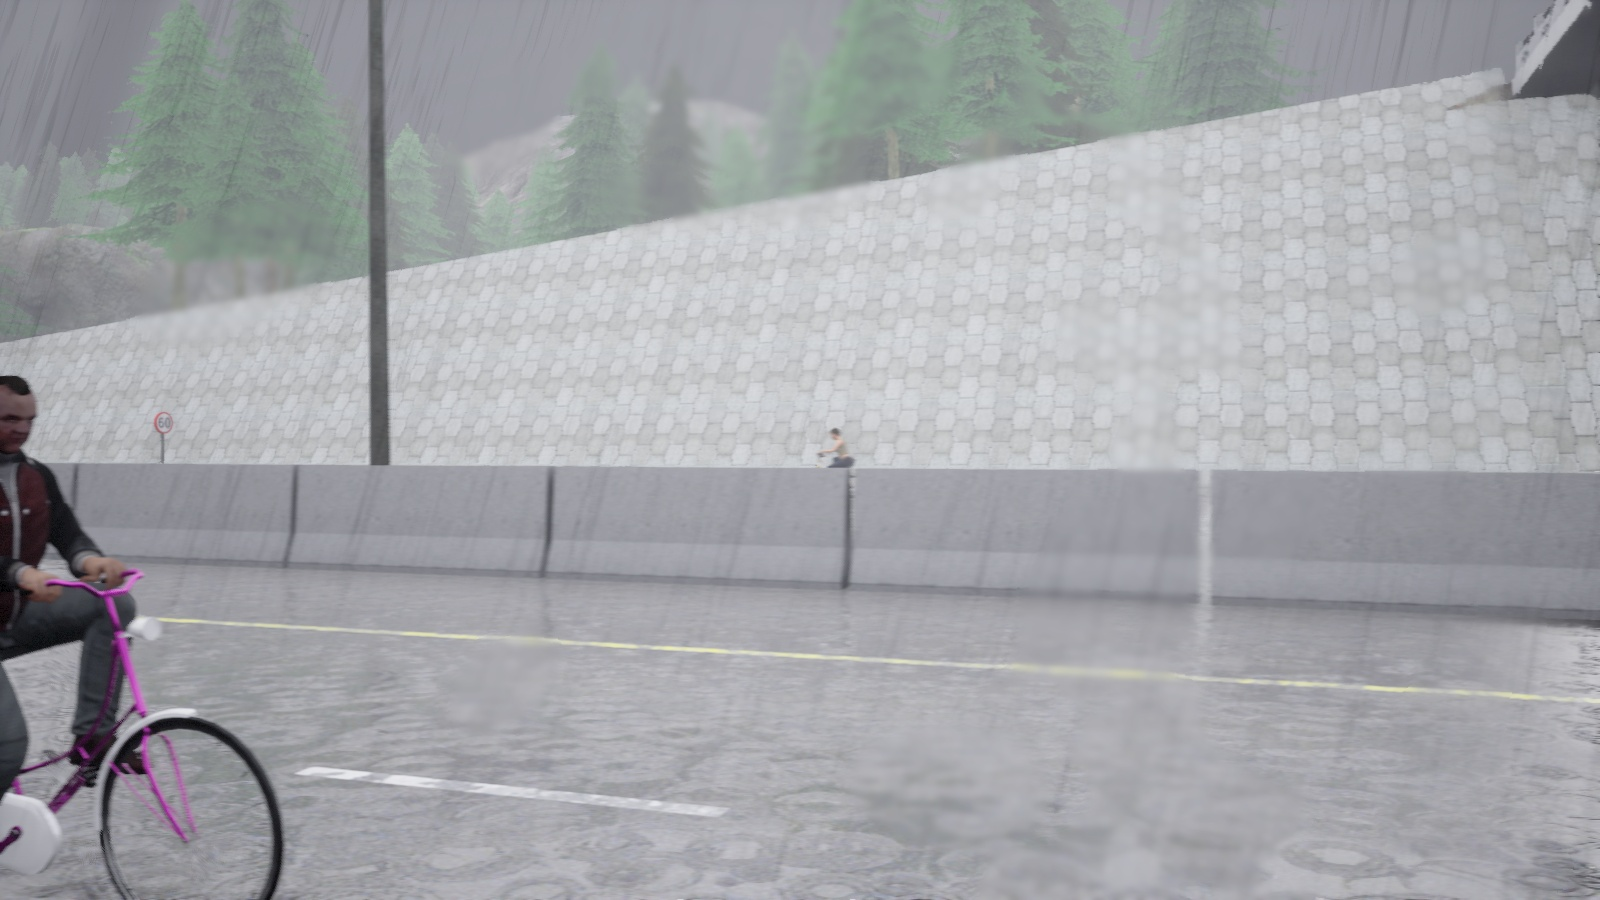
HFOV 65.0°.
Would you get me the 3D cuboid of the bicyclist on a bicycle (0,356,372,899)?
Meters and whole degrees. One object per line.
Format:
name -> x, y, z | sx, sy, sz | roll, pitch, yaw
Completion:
bicyclist on a bicycle -> -2.343, 0.625, 3.979 | 1.843, 1.776, 0.659 | 1, 1, 19
